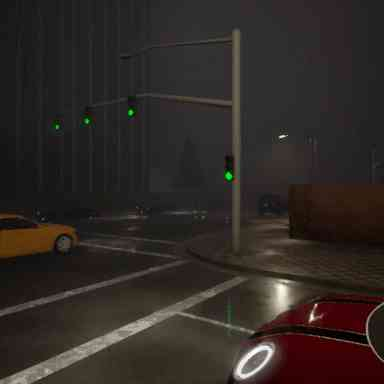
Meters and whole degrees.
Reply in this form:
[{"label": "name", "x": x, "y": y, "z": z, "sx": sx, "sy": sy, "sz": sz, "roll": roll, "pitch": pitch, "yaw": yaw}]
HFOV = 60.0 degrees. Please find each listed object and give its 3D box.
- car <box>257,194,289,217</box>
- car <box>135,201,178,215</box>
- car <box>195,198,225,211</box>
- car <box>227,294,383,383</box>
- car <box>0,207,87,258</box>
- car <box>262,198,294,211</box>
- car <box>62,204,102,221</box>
[{"label": "car", "x": 8.056, "y": 1.221, "z": 31.437, "sx": 2.150, "sy": 2.045, "sz": 5.566, "roll": 0, "pitch": 0, "yaw": 35}, {"label": "car", "x": -3.524, "y": 1.601, "z": 33.593, "sx": 1.895, "sy": 1.301, "sz": 4.718, "roll": 0, "pitch": 0, "yaw": 35}, {"label": "car", "x": 2.318, "y": 1.491, "z": 41.805, "sx": 2.128, "sy": 1.511, "sz": 4.902, "roll": 0, "pitch": 0, "yaw": 36}, {"label": "car", "x": 2.471, "y": 1.352, "z": 2.195, "sx": 4.553, "sy": 1.767, "sz": 2.097, "roll": 0, "pitch": 0, "yaw": 36}, {"label": "car", "x": -6.293, "y": 1.477, "z": 11.168, "sx": 1.882, "sy": 1.535, "sz": 5.008, "roll": 0, "pitch": 0, "yaw": 35}, {"label": "car", "x": 10.758, "y": 1.491, "z": 41.319, "sx": 2.128, "sy": 1.511, "sz": 4.902, "roll": 0, "pitch": 0, "yaw": 36}, {"label": "car", "x": -9.303, "y": 1.601, "z": 25.436, "sx": 1.895, "sy": 1.301, "sz": 4.718, "roll": 0, "pitch": 0, "yaw": 35}]
